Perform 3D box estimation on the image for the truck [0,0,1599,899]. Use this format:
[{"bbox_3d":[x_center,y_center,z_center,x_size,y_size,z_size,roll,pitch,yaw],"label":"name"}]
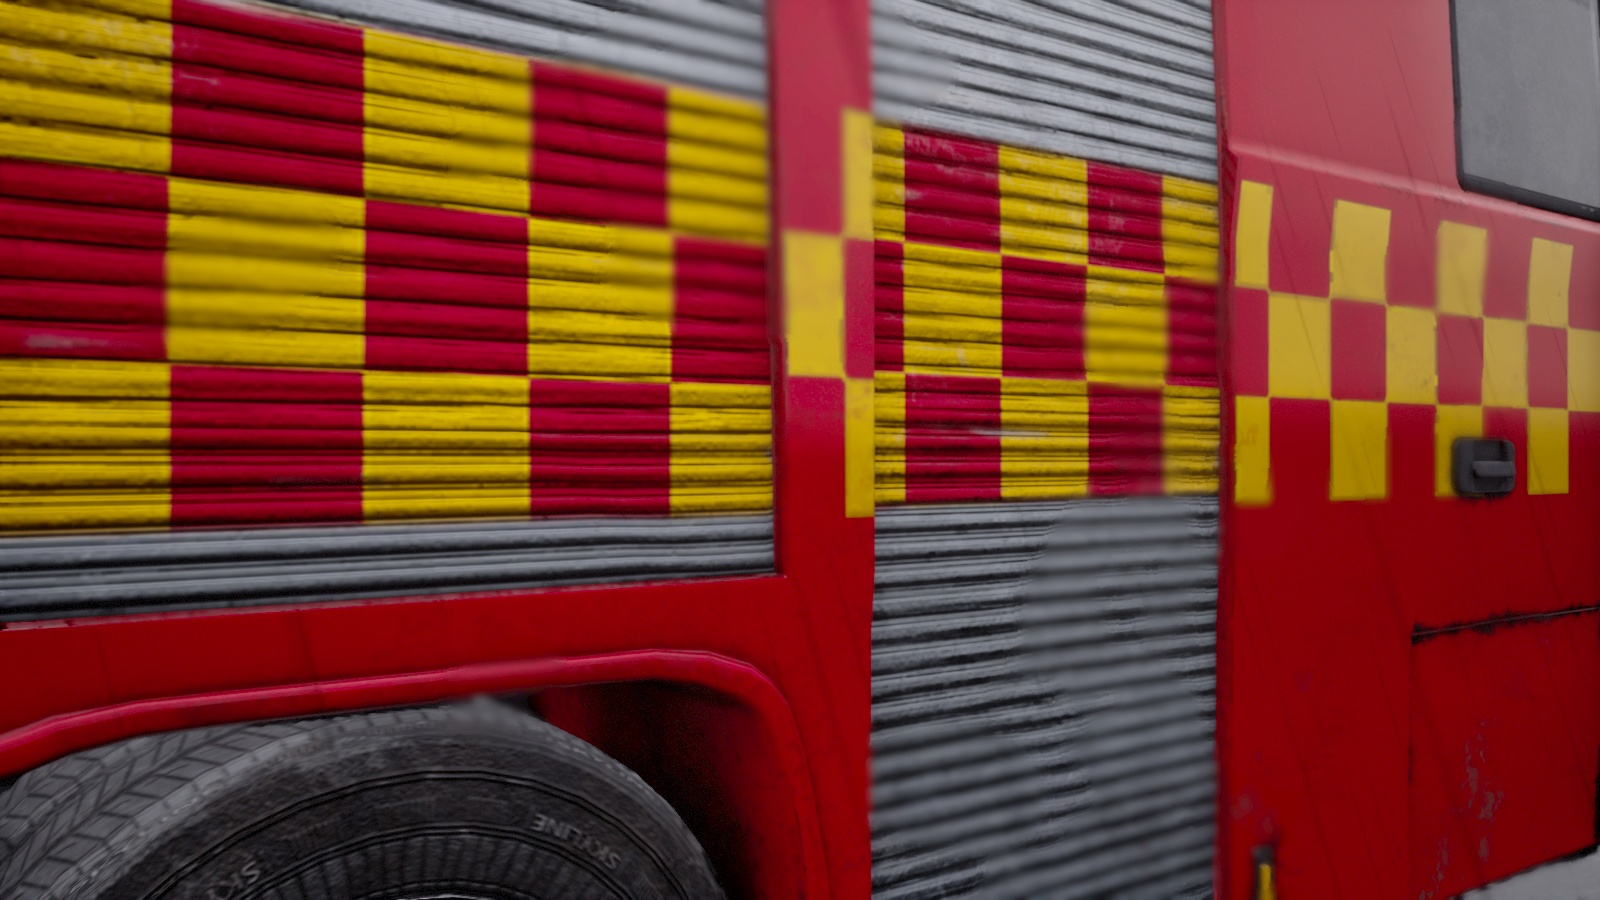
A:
[{"bbox_3d":[0.903,-0.411,4.292,8.468,3.827,2.891,0,0,-35],"label":"truck"}]
